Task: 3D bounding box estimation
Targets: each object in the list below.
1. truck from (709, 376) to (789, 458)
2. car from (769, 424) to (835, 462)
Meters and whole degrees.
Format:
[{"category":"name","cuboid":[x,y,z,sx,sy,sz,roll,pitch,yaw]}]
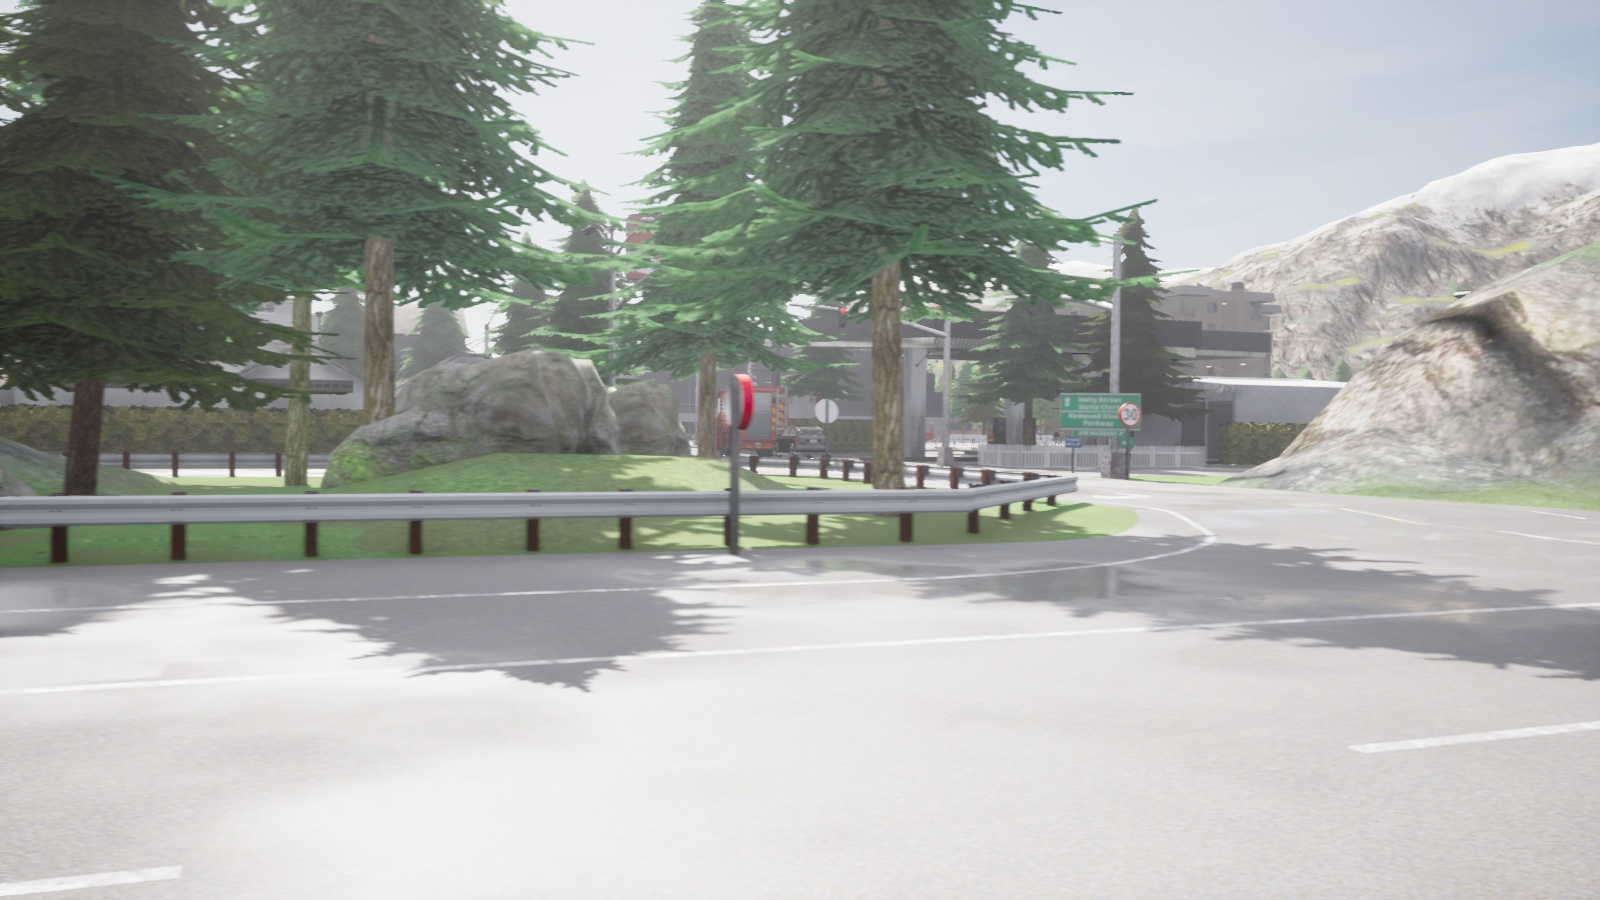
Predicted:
[{"category":"truck","cuboid":[-2.682,-1.501,62.980,2.891,3.827,8.468,0,0,-10]},{"category":"car","cuboid":[0.054,-0.298,53.909,1.789,1.549,3.705,-1,1,-17]}]
